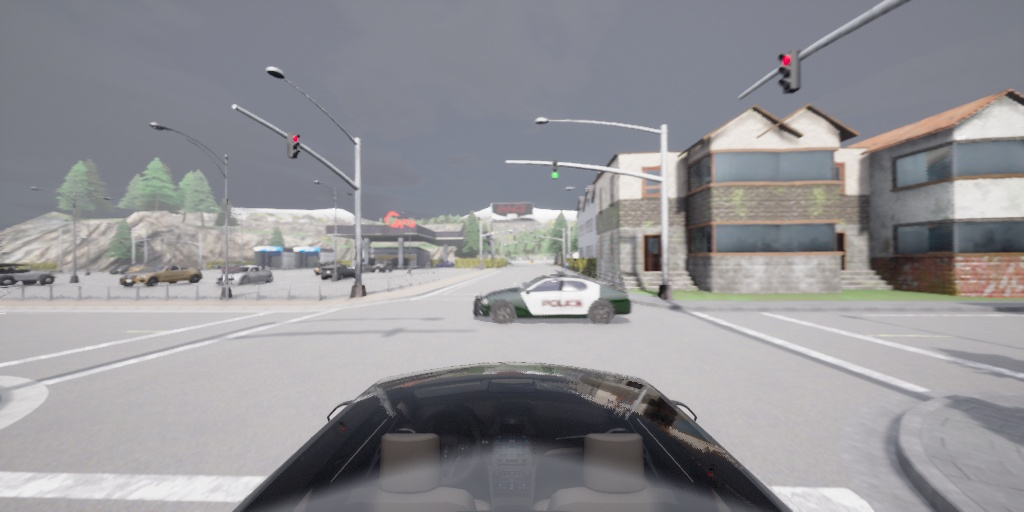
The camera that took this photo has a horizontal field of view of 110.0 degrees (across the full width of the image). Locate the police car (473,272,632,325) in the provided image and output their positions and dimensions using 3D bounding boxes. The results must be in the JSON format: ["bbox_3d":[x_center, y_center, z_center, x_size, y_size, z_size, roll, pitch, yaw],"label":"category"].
[{"bbox_3d":[1.268,1.362,11.918,4.974,1.542,2.038,-1,0,4],"label":"police car"}]
